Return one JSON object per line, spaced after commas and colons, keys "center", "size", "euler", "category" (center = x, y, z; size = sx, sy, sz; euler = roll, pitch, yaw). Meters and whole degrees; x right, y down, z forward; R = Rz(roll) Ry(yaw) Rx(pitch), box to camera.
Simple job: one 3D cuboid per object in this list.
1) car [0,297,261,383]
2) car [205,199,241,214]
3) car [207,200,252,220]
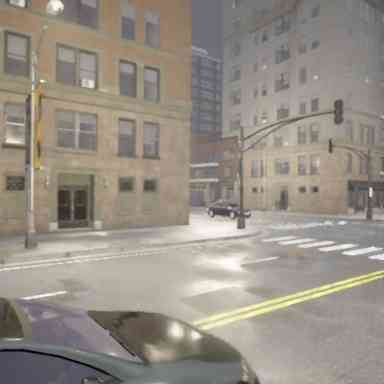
{"center": [-1.403, 1.564, 2.437], "size": [4.181, 1.385, 1.994], "euler": [1, 0, -36], "category": "car"}
{"center": [3.577, 1.594, 39.056], "size": [1.967, 1.590, 4.097], "euler": [1, 0, -35], "category": "car"}
{"center": [3.302, 1.611, 29.927], "size": [1.837, 1.490, 4.892], "euler": [1, 0, -35], "category": "car"}
